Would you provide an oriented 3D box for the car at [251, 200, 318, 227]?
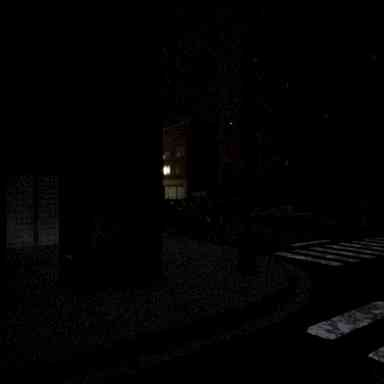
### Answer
[{"bbox_3d":[6.162,1.529,22.694,1.752,1.417,4.829,0,0,-35],"label":"car"}]

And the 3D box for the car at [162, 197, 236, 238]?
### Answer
[{"bbox_3d":[-0.284,1.284,17.912,2.192,1.841,5.009,0,0,-35],"label":"car"}]

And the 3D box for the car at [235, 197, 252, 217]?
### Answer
[{"bbox_3d":[2.971,1.312,27.184,2.192,1.841,5.009,0,0,-35],"label":"car"}]

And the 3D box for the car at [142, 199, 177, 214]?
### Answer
[{"bbox_3d":[-3.611,1.529,36.441,1.887,1.381,4.507,0,0,-35],"label":"car"}]
